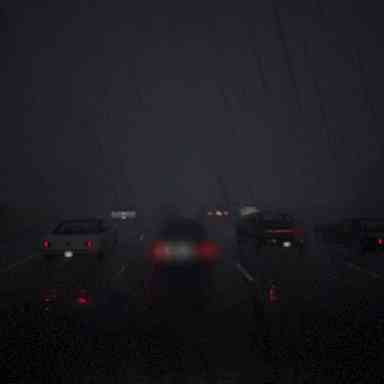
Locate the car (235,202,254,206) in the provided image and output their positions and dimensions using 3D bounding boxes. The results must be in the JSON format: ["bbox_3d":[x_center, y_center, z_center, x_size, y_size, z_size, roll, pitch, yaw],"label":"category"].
[{"bbox_3d":[4.673,1.613,30.348,1.812,1.442,4.674,0,0,-8],"label":"car"}]

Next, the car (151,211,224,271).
[{"bbox_3d":[-0.353,1.583,11.103,2.033,1.411,5.357,0,0,-3],"label":"car"}]

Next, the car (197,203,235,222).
[{"bbox_3d":[1.604,1.630,27.115,2.033,1.411,5.357,0,0,-8],"label":"car"}]

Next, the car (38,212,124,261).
[{"bbox_3d":[-3.955,1.647,12.507,1.895,1.301,4.718,0,0,-4],"label":"car"}]

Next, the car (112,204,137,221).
[{"bbox_3d":[-5.567,1.697,27.818,1.895,1.301,4.718,0,0,-8],"label":"car"}]

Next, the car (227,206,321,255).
[{"bbox_3d":[2.992,1.529,13.449,2.128,1.511,4.902,0,0,-4],"label":"car"}]

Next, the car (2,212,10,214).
[{"bbox_3d":[-16.418,1.604,27.305,2.128,1.511,4.902,0,0,-8],"label":"car"}]

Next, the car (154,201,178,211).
[{"bbox_3d":[-2.351,1.575,30.017,1.882,1.535,5.008,0,0,-8],"label":"car"}]

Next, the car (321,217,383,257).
[{"bbox_3d":[6.535,1.631,12.999,1.895,1.301,4.718,0,0,-4],"label":"car"}]
